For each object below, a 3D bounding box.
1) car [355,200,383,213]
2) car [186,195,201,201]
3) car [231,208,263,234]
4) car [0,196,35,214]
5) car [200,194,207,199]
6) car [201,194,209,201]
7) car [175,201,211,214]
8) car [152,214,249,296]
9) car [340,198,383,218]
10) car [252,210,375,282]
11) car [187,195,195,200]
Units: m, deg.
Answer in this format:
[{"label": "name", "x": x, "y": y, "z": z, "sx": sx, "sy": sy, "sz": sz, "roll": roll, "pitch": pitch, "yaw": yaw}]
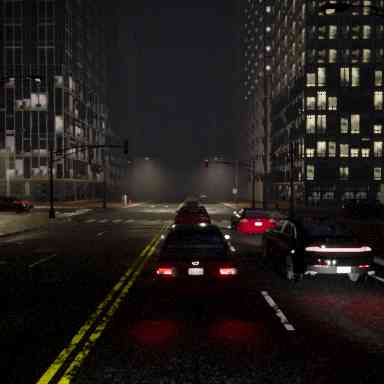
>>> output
[{"label": "car", "x": 21.720, "y": 1.642, "z": 38.545, "sx": 4.829, "sy": 1.417, "sz": 1.752, "roll": 1, "pitch": 0, "yaw": 1}, {"label": "car", "x": 0.022, "y": 1.563, "z": 52.987, "sx": 1.895, "sy": 1.301, "sz": 4.718, "roll": 0, "pitch": 0, "yaw": -1}, {"label": "car", "x": 3.306, "y": 1.554, "z": 18.494, "sx": 1.994, "sy": 1.385, "sz": 4.181, "roll": 0, "pitch": 0, "yaw": 0}, {"label": "car", "x": -18.286, "y": 1.207, "z": 33.311, "sx": 4.553, "sy": 1.767, "sz": 2.097, "roll": 1, "pitch": 1, "yaw": 1}, {"label": "car", "x": 3.035, "y": 1.266, "z": 91.421, "sx": 1.812, "sy": 1.442, "sz": 4.674, "roll": 0, "pitch": 0, "yaw": 0}, {"label": "car", "x": 3.059, "y": 1.513, "z": 81.449, "sx": 1.895, "sy": 1.301, "sz": 4.718, "roll": 0, "pitch": 0, "yaw": 0}, {"label": "car", "x": 0.061, "y": 1.468, "z": 18.599, "sx": 1.882, "sy": 1.535, "sz": 5.008, "roll": 0, "pitch": 0, "yaw": 1}, {"label": "car", "x": 0.081, "y": 1.544, "z": 8.779, "sx": 2.033, "sy": 1.411, "sz": 5.357, "roll": 0, "pitch": 0, "yaw": 0}, {"label": "car", "x": 16.131, "y": 1.519, "z": 30.245, "sx": 5.009, "sy": 1.841, "sz": 2.192, "roll": 1, "pitch": 0, "yaw": 1}, {"label": "car", "x": 3.326, "y": 1.487, "z": 9.694, "sx": 2.128, "sy": 1.511, "sz": 4.902, "roll": 0, "pitch": 0, "yaw": 0}, {"label": "car", "x": -0.209, "y": 1.467, "z": 88.715, "sx": 1.994, "sy": 1.385, "sz": 4.181, "roll": 0, "pitch": 0, "yaw": 0}]
